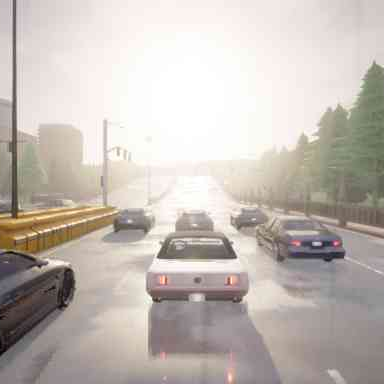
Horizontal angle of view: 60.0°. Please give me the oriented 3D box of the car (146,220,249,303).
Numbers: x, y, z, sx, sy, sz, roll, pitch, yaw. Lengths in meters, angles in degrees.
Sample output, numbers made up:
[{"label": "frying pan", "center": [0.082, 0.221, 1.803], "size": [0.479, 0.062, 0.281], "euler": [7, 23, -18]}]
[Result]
[{"label": "car", "center": [0.109, 1.601, 8.169], "size": [1.895, 1.301, 4.718], "euler": [0, 0, 0]}]

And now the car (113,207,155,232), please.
[{"label": "car", "center": [-3.374, 1.564, 20.014], "size": [1.994, 1.385, 4.181], "euler": [0, 0, 0]}]

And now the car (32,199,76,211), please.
[{"label": "car", "center": [-10.479, 1.350, 25.566], "size": [2.097, 1.767, 4.553], "euler": [0, 0, 0]}]

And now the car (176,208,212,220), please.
[{"label": "car", "center": [0.124, 1.564, 18.019], "size": [1.994, 1.385, 4.181], "euler": [0, 0, 0]}]

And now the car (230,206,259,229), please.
[{"label": "car", "center": [3.626, 1.564, 21.386], "size": [1.994, 1.385, 4.181], "euler": [0, 0, 0]}]

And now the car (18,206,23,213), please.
[{"label": "car", "center": [-14.000, 1.507, 23.792], "size": [1.837, 1.490, 4.892], "euler": [0, -1, 1]}]

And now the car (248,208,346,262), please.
[{"label": "car", "center": [3.615, 1.547, 12.143], "size": [2.033, 1.411, 5.357], "euler": [0, 0, 0]}]

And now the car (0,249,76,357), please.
[{"label": "car", "center": [-3.395, 1.564, 5.218], "size": [1.994, 1.385, 4.181], "euler": [0, 0, 0]}]
